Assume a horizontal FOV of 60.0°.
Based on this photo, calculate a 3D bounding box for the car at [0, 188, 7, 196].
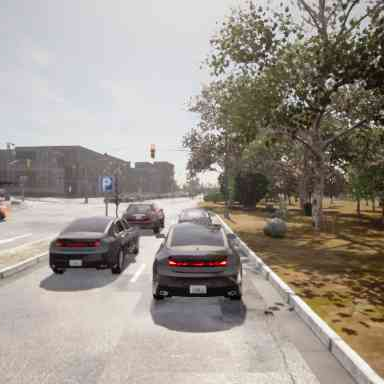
[{"bbox_3d":[-31.154,0.136,54.190,2.002,1.452,4.674,6,-3,-19],"label":"car"}]

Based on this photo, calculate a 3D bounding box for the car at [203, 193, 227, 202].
[{"bbox_3d":[4.681,1.140,68.879,4.553,1.767,2.185,1,0,-14],"label":"car"}]

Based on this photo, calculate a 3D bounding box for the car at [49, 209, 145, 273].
[{"bbox_3d":[-2.883,1.518,10.676,1.837,1.490,4.892,0,0,0],"label":"car"}]

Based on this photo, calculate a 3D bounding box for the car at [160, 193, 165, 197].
[{"bbox_3d":[-10.984,1.062,90.258,5.566,2.045,2.435,-1,0,-12],"label":"car"}]

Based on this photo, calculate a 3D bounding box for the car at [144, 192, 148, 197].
[{"bbox_3d":[-12.997,1.320,75.274,4.892,1.521,2.231,-1,0,-14],"label":"car"}]

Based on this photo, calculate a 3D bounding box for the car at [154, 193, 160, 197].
[{"bbox_3d":[-11.435,1.355,87.252,4.674,1.452,2.002,-1,0,-12],"label":"car"}]

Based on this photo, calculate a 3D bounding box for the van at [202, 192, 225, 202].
[{"bbox_3d":[4.297,1.041,65.909,4.442,1.987,1.878,1,0,-14],"label":"van"}]

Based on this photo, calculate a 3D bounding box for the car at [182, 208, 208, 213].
[{"bbox_3d":[0.160,1.571,18.136,2.033,1.411,5.357,0,0,1],"label":"car"}]

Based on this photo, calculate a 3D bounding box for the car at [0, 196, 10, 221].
[{"bbox_3d":[-16.622,1.403,25.513,4.553,1.767,2.185,-1,0,-19],"label":"car"}]

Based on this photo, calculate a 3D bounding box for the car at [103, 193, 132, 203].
[{"bbox_3d":[-14.431,1.357,63.319,4.792,1.488,2.163,-1,0,-15],"label":"car"}]

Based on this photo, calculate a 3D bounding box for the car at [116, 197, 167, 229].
[{"bbox_3d":[-2.820,1.379,19.811,2.097,1.767,4.553,0,0,1],"label":"car"}]

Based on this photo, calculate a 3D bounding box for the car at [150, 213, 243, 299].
[{"bbox_3d":[0.111,1.514,8.434,1.837,1.490,4.892,0,0,0],"label":"car"}]

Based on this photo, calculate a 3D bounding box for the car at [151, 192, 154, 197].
[{"bbox_3d":[-12.252,1.357,81.270,4.674,1.452,2.002,-1,0,-13],"label":"car"}]

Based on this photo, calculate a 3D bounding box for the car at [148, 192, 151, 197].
[{"bbox_3d":[-12.624,1.357,78.269,4.674,1.452,2.002,-1,0,-13],"label":"car"}]

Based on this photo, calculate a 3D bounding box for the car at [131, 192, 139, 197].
[{"bbox_3d":[-13.786,1.314,66.311,5.366,1.575,1.946,-1,0,-15],"label":"car"}]

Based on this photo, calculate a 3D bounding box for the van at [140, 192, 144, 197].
[{"bbox_3d":[-13.226,1.091,72.302,4.442,1.987,1.878,-1,0,-14],"label":"van"}]
